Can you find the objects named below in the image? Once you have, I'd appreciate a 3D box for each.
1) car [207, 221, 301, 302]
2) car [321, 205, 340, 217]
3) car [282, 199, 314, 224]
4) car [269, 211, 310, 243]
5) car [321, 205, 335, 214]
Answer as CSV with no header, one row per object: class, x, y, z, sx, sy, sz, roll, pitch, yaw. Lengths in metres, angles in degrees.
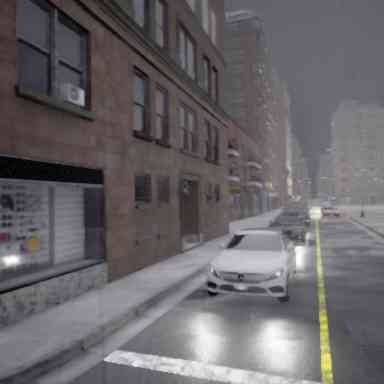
car,1.835,1.753,9.120,1.812,1.442,4.674,-2,-2,20
car,17.001,2.418,40.792,1.895,1.301,4.718,-2,-2,20
car,9.017,1.848,28.496,2.150,2.045,5.566,-2,-2,21
car,5.288,1.985,18.467,1.994,1.385,4.181,-2,-2,20
car,20.564,2.616,50.387,1.895,1.301,4.718,-2,-2,21
